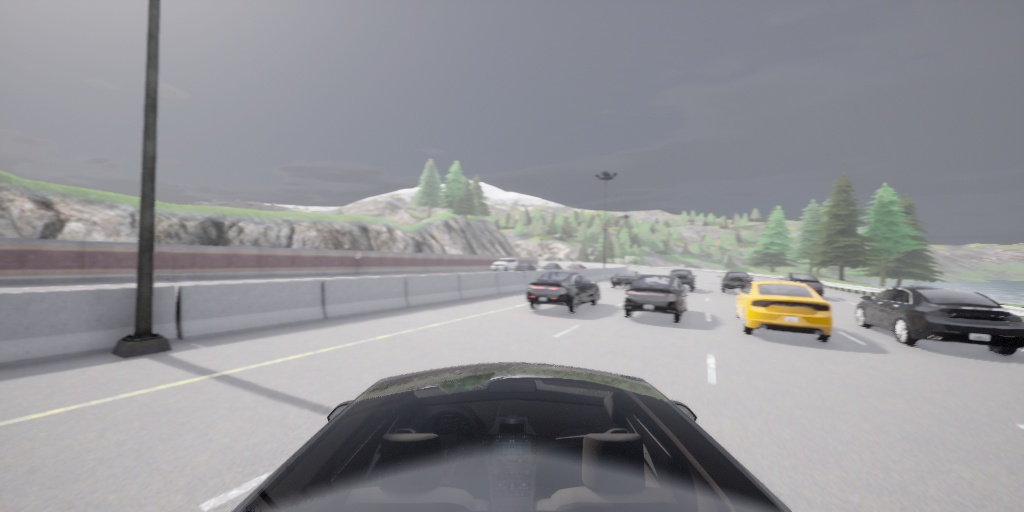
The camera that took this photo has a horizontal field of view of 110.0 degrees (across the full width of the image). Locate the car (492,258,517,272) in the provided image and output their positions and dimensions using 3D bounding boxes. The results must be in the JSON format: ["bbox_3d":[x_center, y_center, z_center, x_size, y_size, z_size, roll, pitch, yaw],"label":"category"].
[{"bbox_3d":[-0.945,1.317,53.923,2.150,2.045,5.566,1,0,26],"label":"car"}]

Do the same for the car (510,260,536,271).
[{"bbox_3d":[1.961,1.721,51.978,1.994,1.385,4.181,1,0,26],"label":"car"}]

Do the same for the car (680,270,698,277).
[{"bbox_3d":[12.739,1.764,26.994,1.837,1.490,4.892,1,0,29],"label":"car"}]

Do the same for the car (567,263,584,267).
[{"bbox_3d":[8.992,1.805,50.460,1.882,1.535,5.008,1,-1,26],"label":"car"}]

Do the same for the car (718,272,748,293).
[{"bbox_3d":[15.829,1.832,25.352,1.837,1.490,4.892,1,0,29],"label":"car"}]

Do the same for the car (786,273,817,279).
[{"bbox_3d":[18.913,1.886,23.695,2.128,1.511,4.902,1,0,29],"label":"car"}]

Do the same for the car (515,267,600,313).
[{"bbox_3d":[2.267,1.392,14.916,2.128,1.511,4.902,1,-1,29],"label":"car"}]

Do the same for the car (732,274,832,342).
[{"bbox_3d":[8.213,1.507,11.202,1.882,1.535,5.008,1,-1,29],"label":"car"}]

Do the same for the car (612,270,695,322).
[{"bbox_3d":[5.528,1.468,13.587,2.128,1.511,4.902,1,0,29],"label":"car"}]

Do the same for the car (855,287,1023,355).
[{"bbox_3d":[11.618,1.613,10.138,1.837,1.490,4.892,1,-1,29],"label":"car"}]

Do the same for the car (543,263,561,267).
[{"bbox_3d":[5.771,1.761,51.813,1.837,1.490,4.892,1,-1,26],"label":"car"}]

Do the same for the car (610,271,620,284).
[{"bbox_3d":[8.934,1.763,27.328,1.895,1.301,4.718,1,0,29],"label":"car"}]
